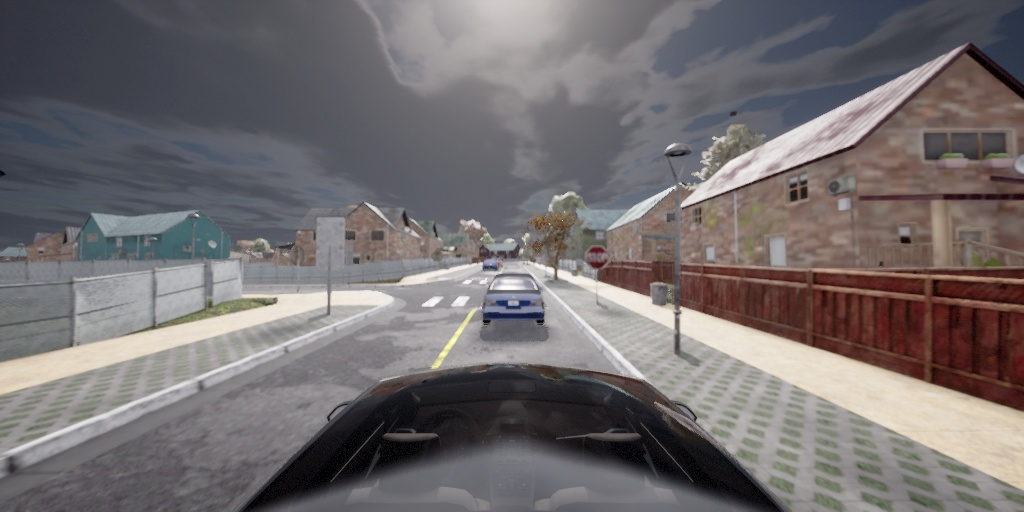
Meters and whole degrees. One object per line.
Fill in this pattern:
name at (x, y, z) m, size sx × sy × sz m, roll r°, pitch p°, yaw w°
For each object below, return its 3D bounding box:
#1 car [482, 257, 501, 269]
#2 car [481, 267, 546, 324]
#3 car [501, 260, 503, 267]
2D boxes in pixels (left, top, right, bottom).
car at (-2.832, 1.124, 46.747) m, size 1.882 × 1.535 × 5.008 m, roll 0°, pitch 0°, yaw 0°
car at (0.054, 1.260, 11.800) m, size 2.033 × 1.411 × 5.357 m, roll 0°, pitch 0°, yaw 0°
car at (-2.773, 1.007, 63.633) m, size 2.097 × 1.767 × 4.553 m, roll 0°, pitch 0°, yaw 1°
